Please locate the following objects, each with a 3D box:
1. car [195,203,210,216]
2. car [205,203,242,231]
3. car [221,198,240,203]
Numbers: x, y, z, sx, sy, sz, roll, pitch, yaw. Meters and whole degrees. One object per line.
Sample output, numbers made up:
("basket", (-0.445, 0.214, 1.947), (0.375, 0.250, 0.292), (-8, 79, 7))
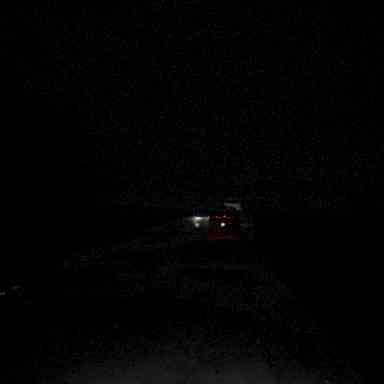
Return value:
("car", (1.460, 2.041, 39.227), (1.882, 1.535, 5.008), (0, -1, 5))
("car", (2.260, 1.735, 22.305), (1.837, 1.490, 4.892), (0, -1, 10))
("car", (4.847, 1.823, 41.135), (2.150, 2.045, 5.566), (0, -2, 4))
